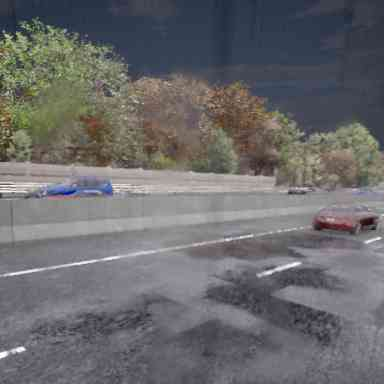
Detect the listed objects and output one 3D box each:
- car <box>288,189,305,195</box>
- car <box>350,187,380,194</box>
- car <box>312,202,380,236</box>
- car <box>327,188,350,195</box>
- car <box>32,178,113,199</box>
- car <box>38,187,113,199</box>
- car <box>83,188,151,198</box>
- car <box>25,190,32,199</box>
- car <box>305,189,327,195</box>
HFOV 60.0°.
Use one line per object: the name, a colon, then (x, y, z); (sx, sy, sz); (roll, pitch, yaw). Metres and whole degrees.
car: (18.087, 0.131, 56.045); (4.718, 1.301, 1.895); (0, 3, -44)
car: (25.863, 0.300, 48.981); (5.566, 2.045, 2.150); (0, 3, -44)
car: (7.619, 1.207, 16.262); (4.181, 1.385, 1.994); (0, 3, -45)
car: (23.178, 0.241, 51.245); (4.553, 1.767, 2.097); (0, 3, -44)
car: (-8.521, -0.035, 24.988); (5.566, 2.045, 2.150); (0, 3, -44)
car: (-7.049, 0.526, 21.564); (4.718, 1.301, 1.895); (0, 3, -44)
car: (-3.871, 0.668, 19.783); (4.181, 1.385, 1.994); (0, 3, -44)
car: (-11.051, 0.069, 27.421); (4.892, 1.490, 1.837); (0, 3, -44)
car: (20.645, 0.273, 53.667); (4.181, 1.385, 1.994); (0, 3, -44)
